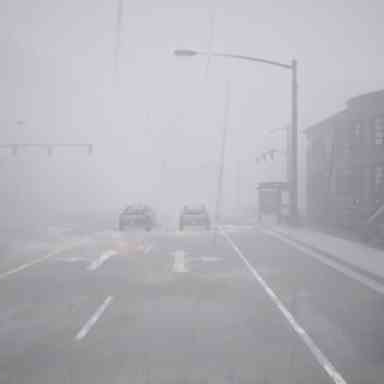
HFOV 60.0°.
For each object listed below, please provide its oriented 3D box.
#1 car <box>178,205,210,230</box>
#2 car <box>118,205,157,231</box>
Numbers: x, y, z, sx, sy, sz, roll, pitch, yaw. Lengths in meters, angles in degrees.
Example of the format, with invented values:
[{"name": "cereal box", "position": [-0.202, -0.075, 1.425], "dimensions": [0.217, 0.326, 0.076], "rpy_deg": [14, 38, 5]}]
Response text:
[{"name": "car", "position": [0.141, 1.558, 21.345], "dimensions": [2.128, 1.511, 4.902], "rpy_deg": [0, 0, 0]}, {"name": "car", "position": [-3.362, 1.557, 21.112], "dimensions": [2.128, 1.511, 4.902], "rpy_deg": [0, 0, 0]}]
